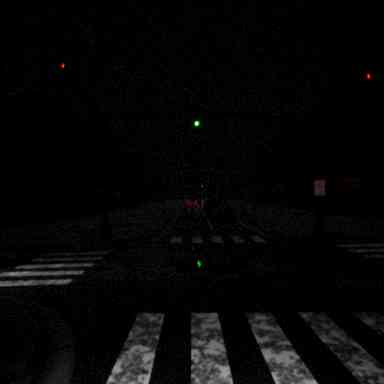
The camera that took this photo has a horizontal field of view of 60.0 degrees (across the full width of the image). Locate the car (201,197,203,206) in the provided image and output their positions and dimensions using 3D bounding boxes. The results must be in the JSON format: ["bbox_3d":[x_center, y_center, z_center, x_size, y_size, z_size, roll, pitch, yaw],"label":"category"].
[{"bbox_3d":[2.621,1.652,40.022,2.192,1.841,5.009,-1,-1,0],"label":"car"}]

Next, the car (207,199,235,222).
[{"bbox_3d":[2.625,1.677,29.217,1.967,1.590,4.097,-1,-1,0],"label":"car"}]

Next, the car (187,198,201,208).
[{"bbox_3d":[0.097,2.137,59.672,1.895,1.301,4.718,0,-1,0],"label":"car"}]

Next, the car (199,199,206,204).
[{"bbox_3d":[2.616,2.380,83.236,1.802,1.307,4.206,-1,-1,0],"label":"car"}]

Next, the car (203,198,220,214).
[{"bbox_3d":[2.623,1.601,34.619,2.192,1.841,5.009,-1,-1,0],"label":"car"}]

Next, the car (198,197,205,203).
[{"bbox_3d":[2.612,2.366,94.042,1.967,1.590,4.097,-1,-1,0],"label":"car"}]

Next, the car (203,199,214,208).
[{"bbox_3d":[3.015,2.003,60.605,1.801,1.575,5.366,0,-1,0],"label":"car"}]
